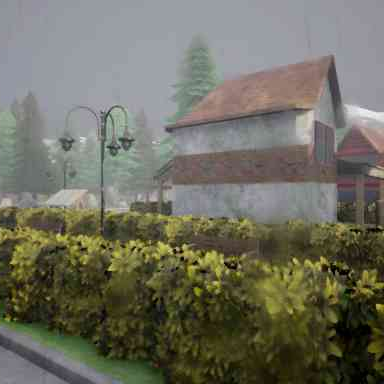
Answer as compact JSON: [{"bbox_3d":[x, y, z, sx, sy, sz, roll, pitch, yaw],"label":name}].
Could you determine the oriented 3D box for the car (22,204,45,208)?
[{"bbox_3d":[-14.073,1.762,28.636,1.895,1.301,4.718,0,0,36],"label":"car"}]
